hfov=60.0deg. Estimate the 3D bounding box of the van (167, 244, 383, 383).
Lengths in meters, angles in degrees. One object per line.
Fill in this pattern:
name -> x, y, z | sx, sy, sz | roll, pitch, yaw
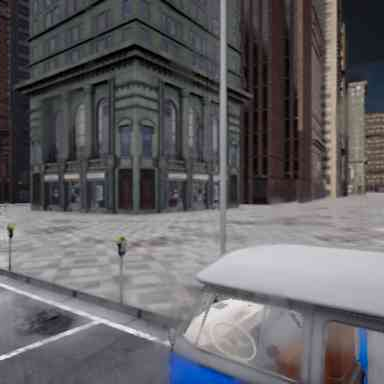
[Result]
van -> 1.623, 1.324, 1.890 | 3.998, 1.788, 1.690 | -1, 1, 37
